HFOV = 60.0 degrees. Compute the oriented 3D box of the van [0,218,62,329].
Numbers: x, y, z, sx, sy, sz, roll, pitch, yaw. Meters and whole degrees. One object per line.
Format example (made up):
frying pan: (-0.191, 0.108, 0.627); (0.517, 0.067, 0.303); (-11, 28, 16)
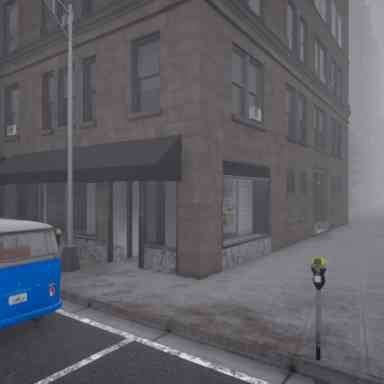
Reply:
van: (-4.073, 1.340, 5.985); (3.998, 1.788, 1.690); (0, 0, 36)
